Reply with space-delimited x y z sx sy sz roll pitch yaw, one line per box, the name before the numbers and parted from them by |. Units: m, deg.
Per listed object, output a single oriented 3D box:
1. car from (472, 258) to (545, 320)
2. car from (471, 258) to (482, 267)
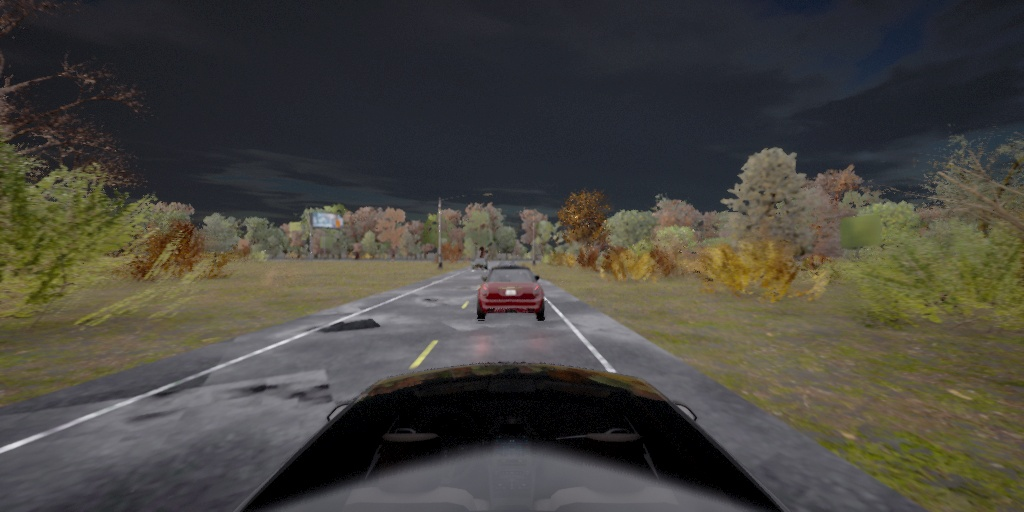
car | -0.055 1.091 12.740 2.097 1.767 4.553 0 0 -1
car | -4.486 1.043 50.384 2.097 1.767 4.553 0 0 -1
